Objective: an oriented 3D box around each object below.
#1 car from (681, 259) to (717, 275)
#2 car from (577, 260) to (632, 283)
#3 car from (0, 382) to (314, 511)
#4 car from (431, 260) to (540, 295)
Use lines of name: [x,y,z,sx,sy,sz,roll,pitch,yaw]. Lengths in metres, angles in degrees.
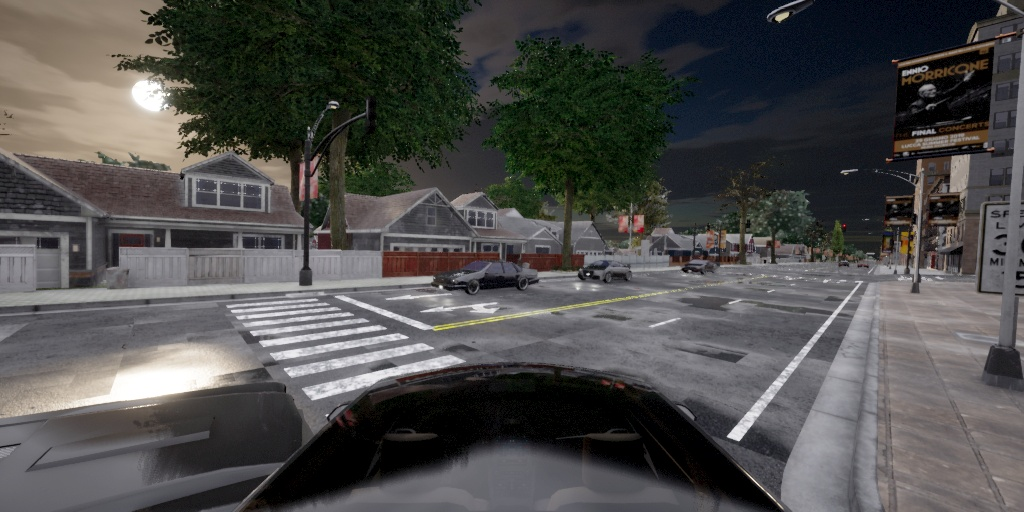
car: [18.729,1.043,35.680,5.357,1.411,2.033,1,2,-44]
car: [6.146,0.963,23.546,4.181,1.385,1.994,0,2,-44]
car: [-3.306,1.295,1.232,4.718,1.301,1.895,1,2,-34]
car: [-1.010,0.898,16.590,5.357,1.411,2.033,0,2,-44]
